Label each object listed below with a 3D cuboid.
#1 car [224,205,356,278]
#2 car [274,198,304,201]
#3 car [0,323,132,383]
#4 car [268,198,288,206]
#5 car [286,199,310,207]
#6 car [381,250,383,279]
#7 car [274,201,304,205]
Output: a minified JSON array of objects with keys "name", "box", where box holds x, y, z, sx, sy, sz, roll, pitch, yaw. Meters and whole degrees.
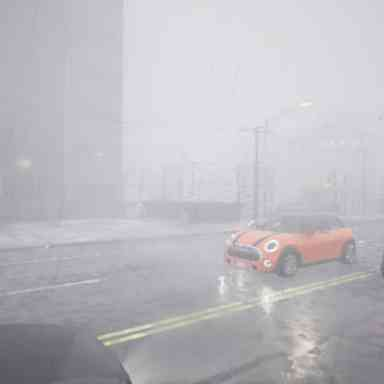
[{"name":"car","box":[3.184,1.449,10.570,4.553,1.767,2.097,1,0,-36]},{"name":"car","box":[13.509,1.670,44.867,4.553,1.767,2.185,1,0,-36]},{"name":"car","box":[-2.396,1.555,2.040,4.181,1.385,1.994,1,0,-35]},{"name":"car","box":[17.494,2.055,67.930,3.806,1.475,1.970,1,0,-36]},{"name":"car","box":[20.403,2.023,63.931,4.674,1.452,2.002,1,0,-36]},{"name":"car","box":[7.030,1.473,8.791,4.553,1.767,2.097,1,0,-35]},{"name":"car","box":[4.732,1.498,15.978,4.553,1.767,2.097,1,0,-36]}]
